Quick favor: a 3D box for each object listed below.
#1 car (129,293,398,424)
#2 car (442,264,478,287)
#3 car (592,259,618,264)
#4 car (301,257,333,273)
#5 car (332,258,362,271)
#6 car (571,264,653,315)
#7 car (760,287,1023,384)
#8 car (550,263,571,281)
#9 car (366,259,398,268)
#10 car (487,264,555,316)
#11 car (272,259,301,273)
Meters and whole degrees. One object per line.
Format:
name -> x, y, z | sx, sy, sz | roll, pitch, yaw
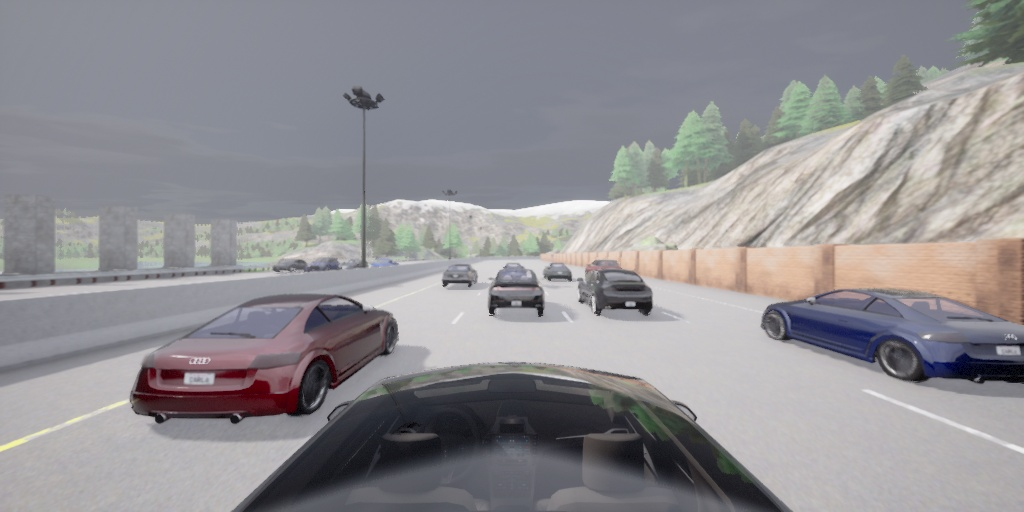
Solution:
car -> -3.391, 1.296, 5.909 | 1.994, 1.385, 4.181 | 0, 0, 0
car -> -3.343, 1.228, 23.631 | 2.033, 1.411, 5.357 | 0, 0, 0
car -> 7.112, 1.040, 28.210 | 2.097, 1.767, 4.553 | 0, 0, -1
car -> -21.269, 0.948, 40.665 | 2.097, 1.767, 4.553 | 0, 0, -1
car -> -17.766, 1.097, 40.445 | 2.128, 1.511, 4.902 | 0, 0, -1
car -> 3.646, 1.228, 13.402 | 1.837, 1.490, 4.892 | 0, 0, 0
car -> 7.114, 1.313, 7.135 | 1.994, 1.385, 4.181 | 0, 0, 0
car -> 3.602, 1.242, 29.089 | 1.994, 1.385, 4.181 | 0, 0, -1
car -> -14.261, 1.090, 40.058 | 1.882, 1.535, 5.008 | 0, 0, -1
car -> 0.145, 1.209, 13.197 | 2.128, 1.511, 4.902 | 0, 0, 0
car -> -24.762, 1.098, 40.352 | 1.837, 1.490, 4.892 | 0, 0, -1
